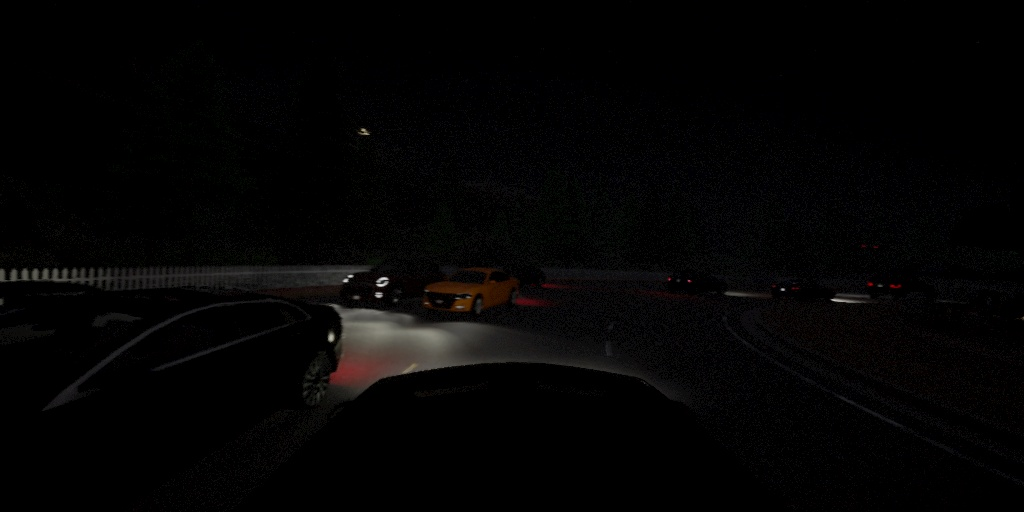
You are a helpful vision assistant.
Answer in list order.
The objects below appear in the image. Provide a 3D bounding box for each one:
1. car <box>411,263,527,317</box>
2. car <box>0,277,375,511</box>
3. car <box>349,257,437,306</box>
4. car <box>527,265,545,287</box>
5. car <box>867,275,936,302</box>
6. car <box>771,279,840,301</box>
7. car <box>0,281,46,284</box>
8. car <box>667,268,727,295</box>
[{"bbox_3d":[-1.298,1.177,13.332,1.882,1.535,5.008,3,0,22],"label":"car"},{"bbox_3d":[-3.331,1.074,3.062,2.128,1.511,4.902,3,0,3],"label":"car"},{"bbox_3d":[-4.509,0.891,14.429,2.097,1.767,4.553,3,0,22],"label":"car"},{"bbox_3d":[0.357,1.303,23.509,1.837,1.490,4.892,3,0,38],"label":"car"},{"bbox_3d":[32.103,2.635,29.588,5.566,2.045,2.150,3,0,-18],"label":"car"},{"bbox_3d":[20.781,2.401,25.657,4.181,1.385,1.994,3,0,-19],"label":"car"},{"bbox_3d":[-6.752,1.012,4.348,1.895,1.301,4.718,3,0,5],"label":"car"},{"bbox_3d":[13.467,1.818,26.032,4.553,1.767,2.097,3,0,-29],"label":"car"}]
